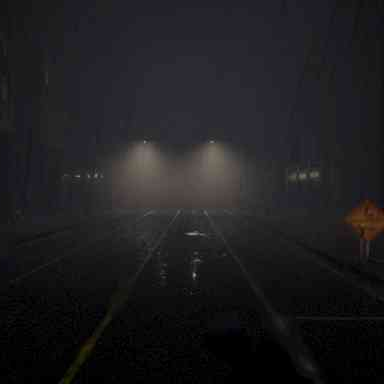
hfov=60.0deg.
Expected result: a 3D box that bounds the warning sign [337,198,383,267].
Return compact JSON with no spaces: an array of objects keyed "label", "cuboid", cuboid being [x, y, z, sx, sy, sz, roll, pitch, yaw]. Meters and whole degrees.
[{"label":"warning sign","cuboid":[5.070,1.112,9.616,1.300,1.860,1.060,0,0,0]}]
